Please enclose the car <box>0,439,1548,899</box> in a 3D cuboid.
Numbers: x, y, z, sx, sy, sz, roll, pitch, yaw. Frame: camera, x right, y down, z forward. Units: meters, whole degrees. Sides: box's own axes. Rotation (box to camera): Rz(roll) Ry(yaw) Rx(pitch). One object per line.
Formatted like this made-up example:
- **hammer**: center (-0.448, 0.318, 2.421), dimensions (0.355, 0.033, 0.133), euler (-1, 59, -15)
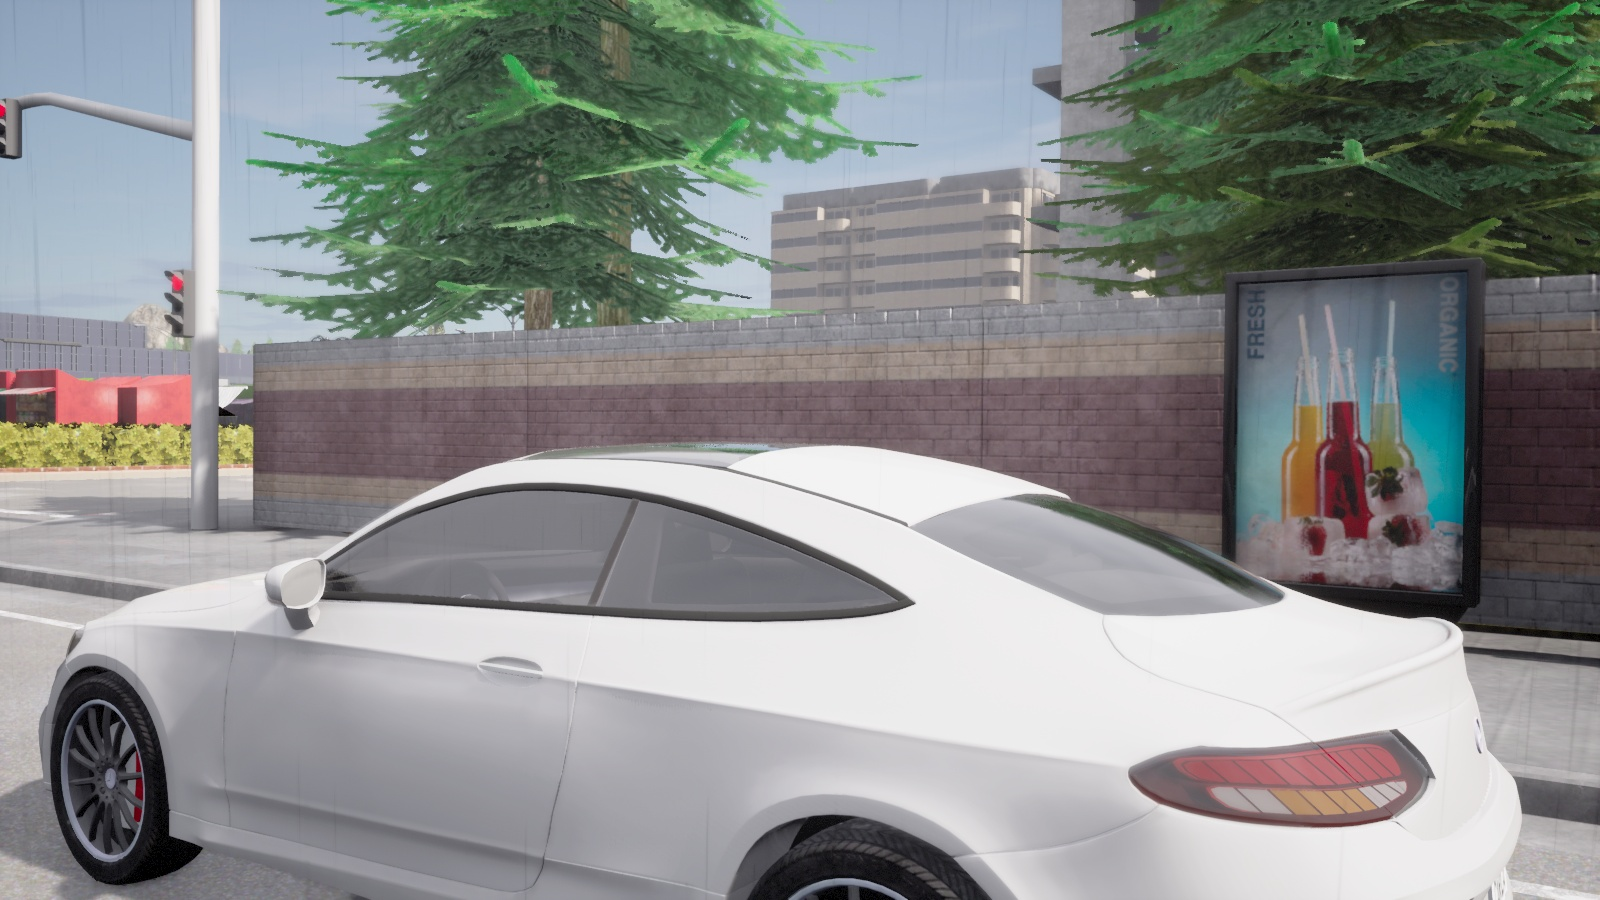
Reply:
- **car**: center (-0.437, 0.708, 3.913), dimensions (4.674, 1.442, 1.812), euler (0, 1, 33)
